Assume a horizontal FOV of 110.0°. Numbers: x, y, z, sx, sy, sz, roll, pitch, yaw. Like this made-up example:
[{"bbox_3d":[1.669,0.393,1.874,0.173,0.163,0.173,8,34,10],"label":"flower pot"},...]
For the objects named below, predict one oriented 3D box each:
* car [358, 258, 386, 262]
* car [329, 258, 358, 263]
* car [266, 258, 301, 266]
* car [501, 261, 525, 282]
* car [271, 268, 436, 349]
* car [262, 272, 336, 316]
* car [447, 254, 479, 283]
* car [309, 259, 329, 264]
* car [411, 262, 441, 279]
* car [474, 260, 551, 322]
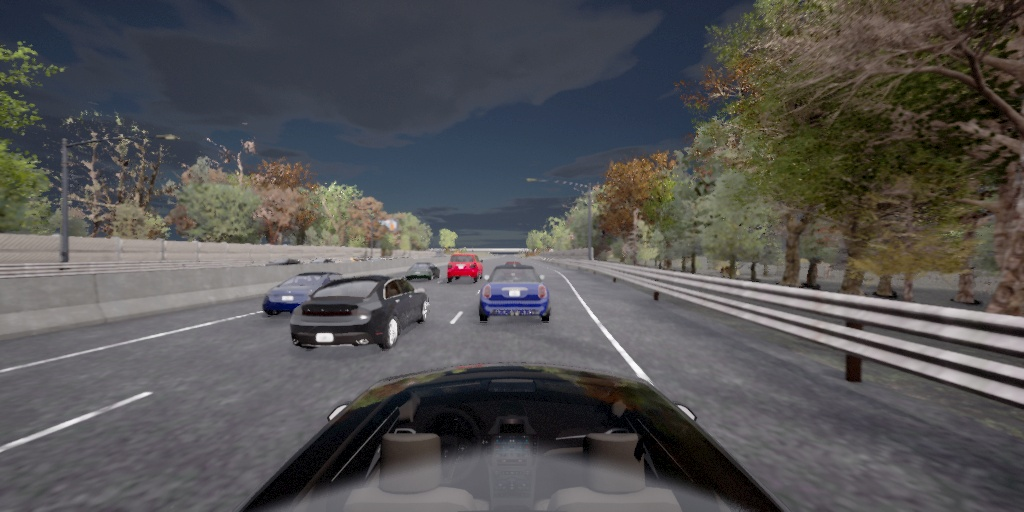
[{"bbox_3d":[-17.585,1.032,46.294,1.882,1.535,5.008,0,0,0],"label":"car"},{"bbox_3d":[-21.081,1.032,46.311,1.882,1.535,5.008,0,0,0],"label":"car"},{"bbox_3d":[-28.052,1.039,44.125,1.882,1.535,5.008,0,0,0],"label":"car"},{"bbox_3d":[0.084,1.151,28.759,1.812,1.442,4.674,0,0,0],"label":"car"},{"bbox_3d":[-3.429,1.221,8.998,1.837,1.490,4.892,0,1,0],"label":"car"},{"bbox_3d":[-6.914,1.259,13.061,1.994,1.385,4.181,0,0,0],"label":"car"},{"bbox_3d":[-3.418,0.853,26.757,2.150,2.045,5.566,0,0,0],"label":"car"},{"bbox_3d":[-24.576,1.079,46.276,1.812,1.442,4.674,0,0,0],"label":"car"},{"bbox_3d":[-6.917,1.190,28.331,1.994,1.385,4.181,0,0,0],"label":"car"},{"bbox_3d":[0.082,1.053,12.211,2.097,1.767,4.553,0,0,0],"label":"car"}]
